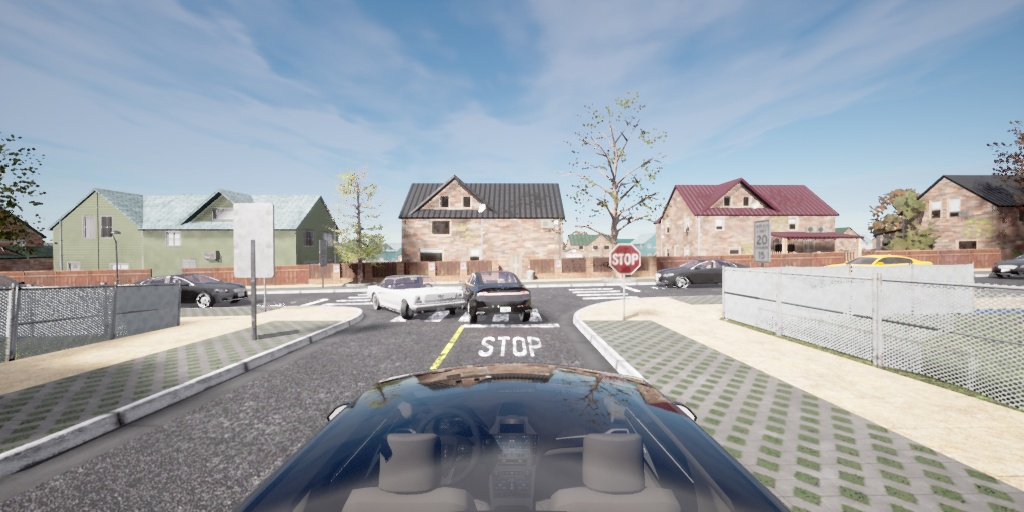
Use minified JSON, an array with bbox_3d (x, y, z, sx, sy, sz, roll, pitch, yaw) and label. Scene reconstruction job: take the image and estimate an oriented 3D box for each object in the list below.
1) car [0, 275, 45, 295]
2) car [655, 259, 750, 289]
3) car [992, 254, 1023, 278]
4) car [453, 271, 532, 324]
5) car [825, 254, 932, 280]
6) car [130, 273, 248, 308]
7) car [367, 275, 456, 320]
[{"bbox_3d":[-24.234,1.647,16.425,4.553,1.767,2.097,-1,1,0],"label":"car"},{"bbox_3d":[10.337,0.924,19.505,4.902,1.511,2.128,-1,1,0],"label":"car"},{"bbox_3d":[29.392,0.476,19.571,4.902,1.511,2.128,-1,1,0],"label":"car"},{"bbox_3d":[-0.682,1.242,12.101,2.128,1.511,4.902,0,0,-12],"label":"car"},{"bbox_3d":[19.768,0.689,19.538,5.008,1.535,1.882,-1,1,-1],"label":"car"},{"bbox_3d":[-14.897,1.565,16.462,4.902,1.511,2.128,-1,1,0],"label":"car"},{"bbox_3d":[-3.598,1.367,12.962,1.895,1.301,4.718,0,0,-38],"label":"car"}]
